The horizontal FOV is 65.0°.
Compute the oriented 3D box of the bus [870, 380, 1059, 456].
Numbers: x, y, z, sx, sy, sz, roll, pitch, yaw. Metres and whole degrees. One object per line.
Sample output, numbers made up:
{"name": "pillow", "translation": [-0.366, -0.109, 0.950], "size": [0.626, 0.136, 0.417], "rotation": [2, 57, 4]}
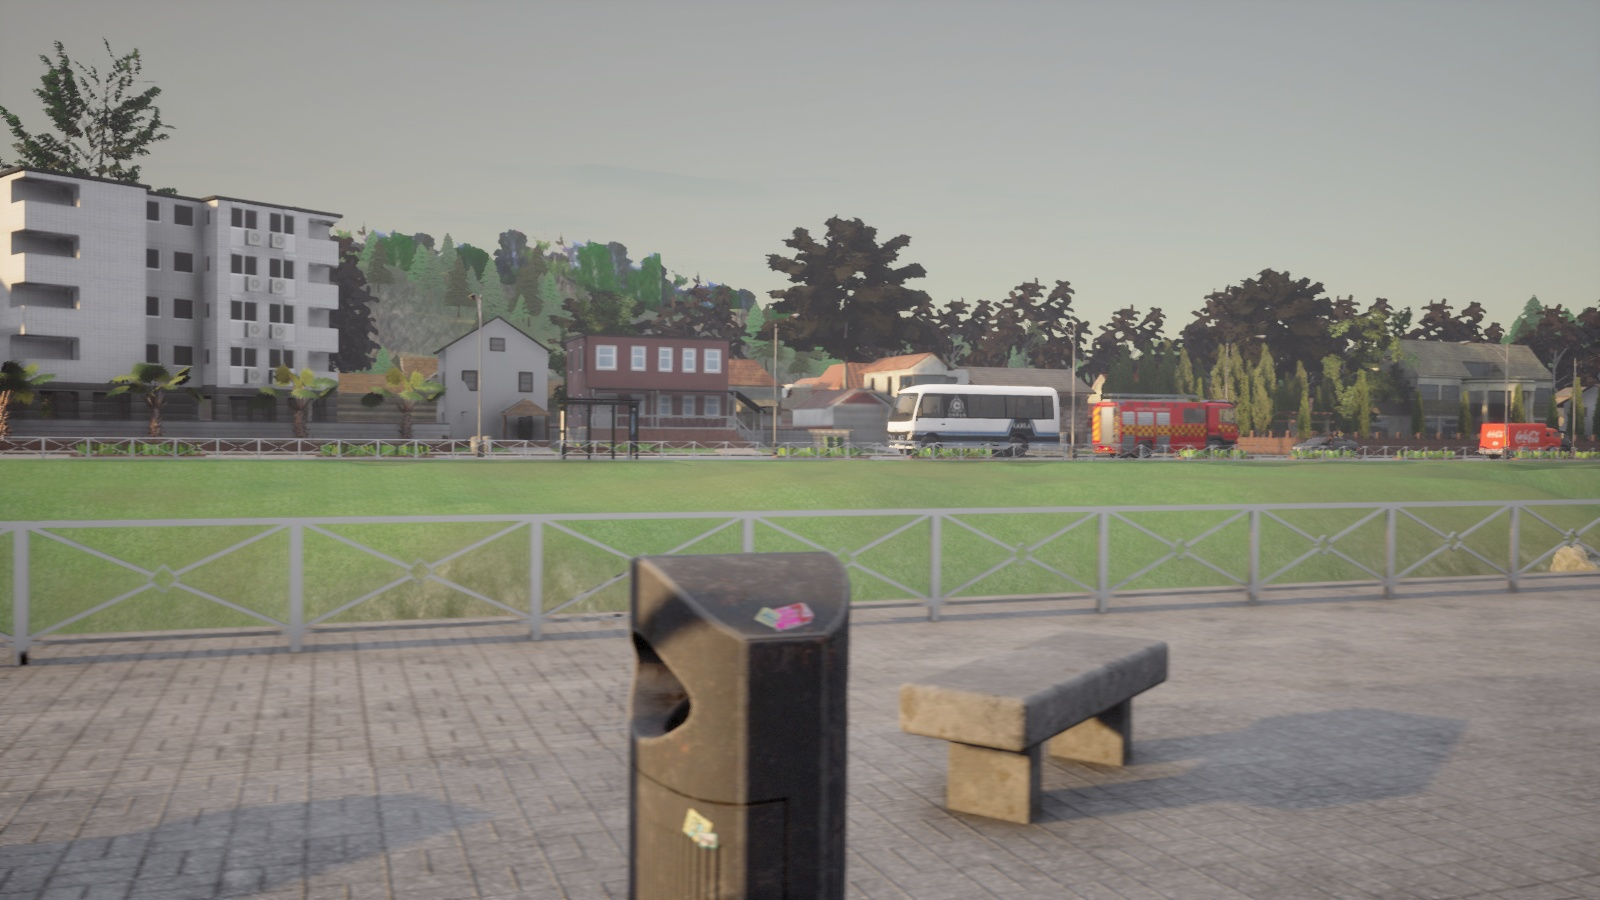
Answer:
{"name": "bus", "translation": [9.625, -1.877, 73.410], "size": [10.273, 4.253, 3.944], "rotation": [-1, 1, -21]}

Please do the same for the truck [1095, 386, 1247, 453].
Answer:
{"name": "truck", "translation": [21.804, -1.803, 73.754], "size": [8.468, 3.827, 2.891], "rotation": [-1, 1, -21]}

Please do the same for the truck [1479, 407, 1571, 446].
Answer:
{"name": "truck", "translation": [48.393, -1.576, 83.850], "size": [5.204, 2.467, 2.627], "rotation": [-1, 1, -21]}

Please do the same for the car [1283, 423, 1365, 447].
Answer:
{"name": "car", "translation": [34.596, -0.969, 82.900], "size": [4.902, 1.511, 2.128], "rotation": [-1, 1, -21]}
